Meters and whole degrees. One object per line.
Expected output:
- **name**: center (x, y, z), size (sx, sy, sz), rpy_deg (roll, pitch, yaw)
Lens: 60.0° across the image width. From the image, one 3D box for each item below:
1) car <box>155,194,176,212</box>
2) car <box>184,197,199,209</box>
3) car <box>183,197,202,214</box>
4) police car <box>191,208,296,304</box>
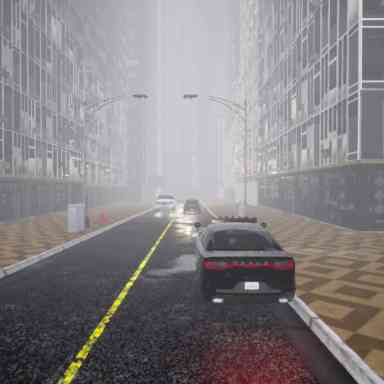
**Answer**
- **car**: center (-3.071, 1.231, 39.262), size (2.150, 2.045, 5.566), rpy_deg (0, 0, 0)
- **car**: center (-0.057, 1.493, 46.555), size (1.882, 1.535, 5.008), rpy_deg (0, 0, 0)
- **car**: center (0.008, 1.513, 36.215), size (1.837, 1.490, 4.892), rpy_deg (0, 0, 0)
- **police car**: center (1.035, 1.425, 8.358), size (1.930, 1.638, 5.238), rpy_deg (0, 0, 0)
